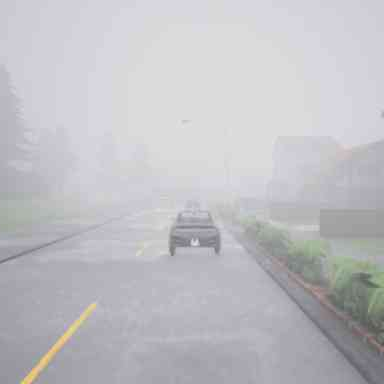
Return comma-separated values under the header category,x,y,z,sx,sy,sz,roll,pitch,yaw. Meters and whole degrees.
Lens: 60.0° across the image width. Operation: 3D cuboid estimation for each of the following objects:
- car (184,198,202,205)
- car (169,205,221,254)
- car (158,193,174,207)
category,x,y,z,sx,sy,sz,roll,pitch,yaw
car,0.099,1.483,41.543,1.837,1.490,4.892,0,0,0
car,0.100,1.485,13.385,2.128,1.511,4.902,0,0,0
car,-4.006,1.192,51.824,2.150,2.045,5.566,0,0,0
